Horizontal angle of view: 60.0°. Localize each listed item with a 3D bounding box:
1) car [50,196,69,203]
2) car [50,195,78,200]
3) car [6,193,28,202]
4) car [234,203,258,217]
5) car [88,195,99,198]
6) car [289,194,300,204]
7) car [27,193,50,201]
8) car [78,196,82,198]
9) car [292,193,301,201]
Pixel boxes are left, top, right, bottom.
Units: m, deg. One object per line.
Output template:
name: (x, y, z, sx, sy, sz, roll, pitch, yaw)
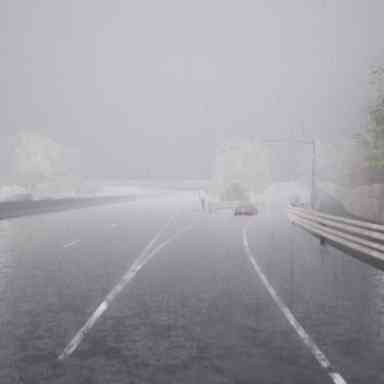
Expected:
car: (-28.004, 1.539, 70.680, 2.128, 1.511, 4.902, 0, 0, 0)
car: (-21.041, 1.354, 54.909, 2.097, 1.767, 4.553, 0, 0, 1)
car: (-28.027, 1.222, 54.507, 2.150, 2.045, 5.566, 0, 0, 1)
car: (6.001, 1.933, 36.408, 1.994, 1.385, 4.181, 0, -1, 21)
car: (-21.004, 1.515, 71.009, 1.837, 1.490, 4.892, 0, 0, 0)
car: (22.686, 1.871, 74.122, 2.033, 1.411, 5.357, 0, 3, 20)
car: (-24.536, 1.354, 54.729, 2.097, 1.767, 4.553, 0, 0, 1)
car: (-24.504, 1.539, 70.832, 1.812, 1.442, 4.674, 0, 0, 0)
car: (26.317, 1.255, 83.955, 2.033, 1.411, 5.357, 0, 4, 19)
